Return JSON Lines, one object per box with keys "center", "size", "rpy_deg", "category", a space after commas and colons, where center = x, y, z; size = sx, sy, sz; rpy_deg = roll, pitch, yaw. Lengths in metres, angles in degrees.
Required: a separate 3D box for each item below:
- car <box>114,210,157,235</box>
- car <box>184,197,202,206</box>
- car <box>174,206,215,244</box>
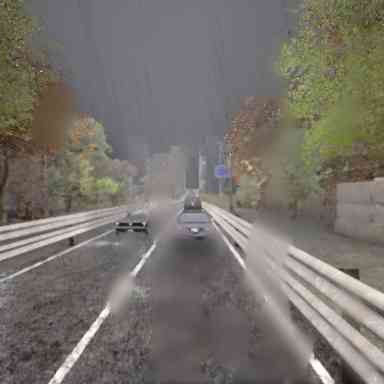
{"center": [-3.247, 1.778, 19.787], "size": [1.895, 1.301, 4.718], "rpy_deg": [0, -1, 0], "category": "car"}
{"center": [0.111, 1.656, 42.441], "size": [2.150, 2.045, 5.566], "rpy_deg": [0, -1, 0], "category": "car"}
{"center": [0.101, 1.625, 16.114], "size": [2.033, 1.411, 5.357], "rpy_deg": [0, 0, 0], "category": "car"}
